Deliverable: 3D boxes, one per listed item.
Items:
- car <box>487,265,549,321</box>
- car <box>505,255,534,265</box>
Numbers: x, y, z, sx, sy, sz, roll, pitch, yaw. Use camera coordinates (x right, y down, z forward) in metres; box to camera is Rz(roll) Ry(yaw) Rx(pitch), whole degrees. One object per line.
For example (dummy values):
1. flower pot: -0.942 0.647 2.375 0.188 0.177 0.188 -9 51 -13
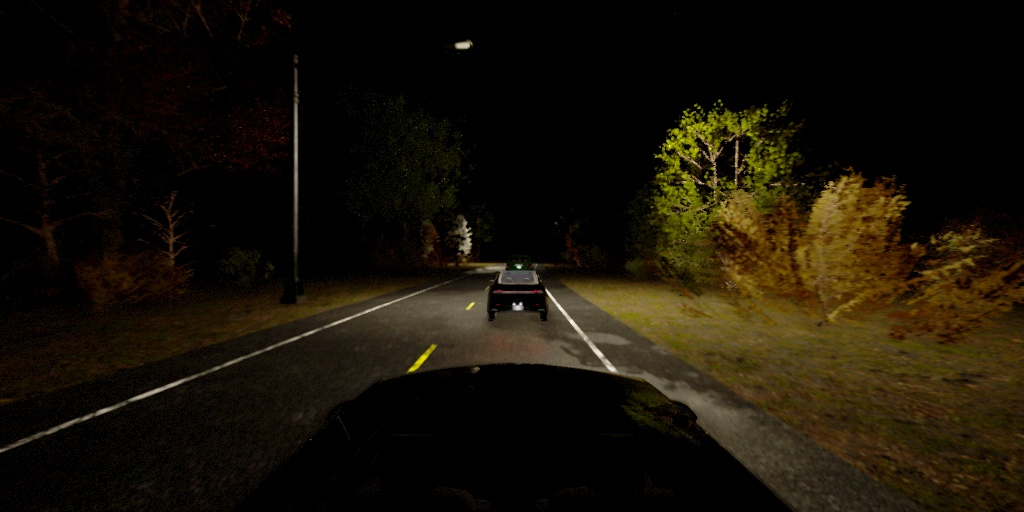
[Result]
1. car: 0.198 1.232 12.467 2.128 1.511 4.902 0 0 1
2. car: 0.628 0.940 29.920 2.150 2.045 5.566 0 0 2
